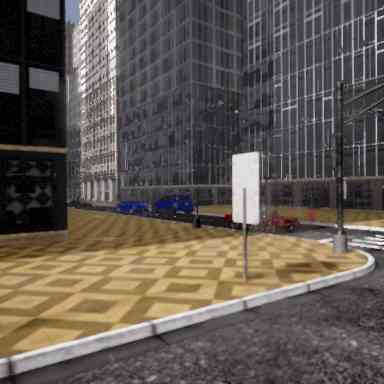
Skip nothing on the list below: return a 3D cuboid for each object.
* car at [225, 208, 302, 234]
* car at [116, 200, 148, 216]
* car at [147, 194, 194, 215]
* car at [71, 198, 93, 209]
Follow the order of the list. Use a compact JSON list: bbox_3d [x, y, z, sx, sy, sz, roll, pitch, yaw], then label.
[{"bbox_3d":[4.162,1.656,19.995,1.895,1.301,4.718,-1,0,-35],"label":"car"},{"bbox_3d":[-6.214,1.556,34.666,1.882,1.535,5.008,-1,0,-35],"label":"car"},{"bbox_3d":[-2.058,1.263,34.331,2.150,2.045,5.566,-1,0,-35],"label":"car"},{"bbox_3d":[-16.276,1.654,49.057,2.033,1.411,5.357,-1,0,-35],"label":"car"}]
